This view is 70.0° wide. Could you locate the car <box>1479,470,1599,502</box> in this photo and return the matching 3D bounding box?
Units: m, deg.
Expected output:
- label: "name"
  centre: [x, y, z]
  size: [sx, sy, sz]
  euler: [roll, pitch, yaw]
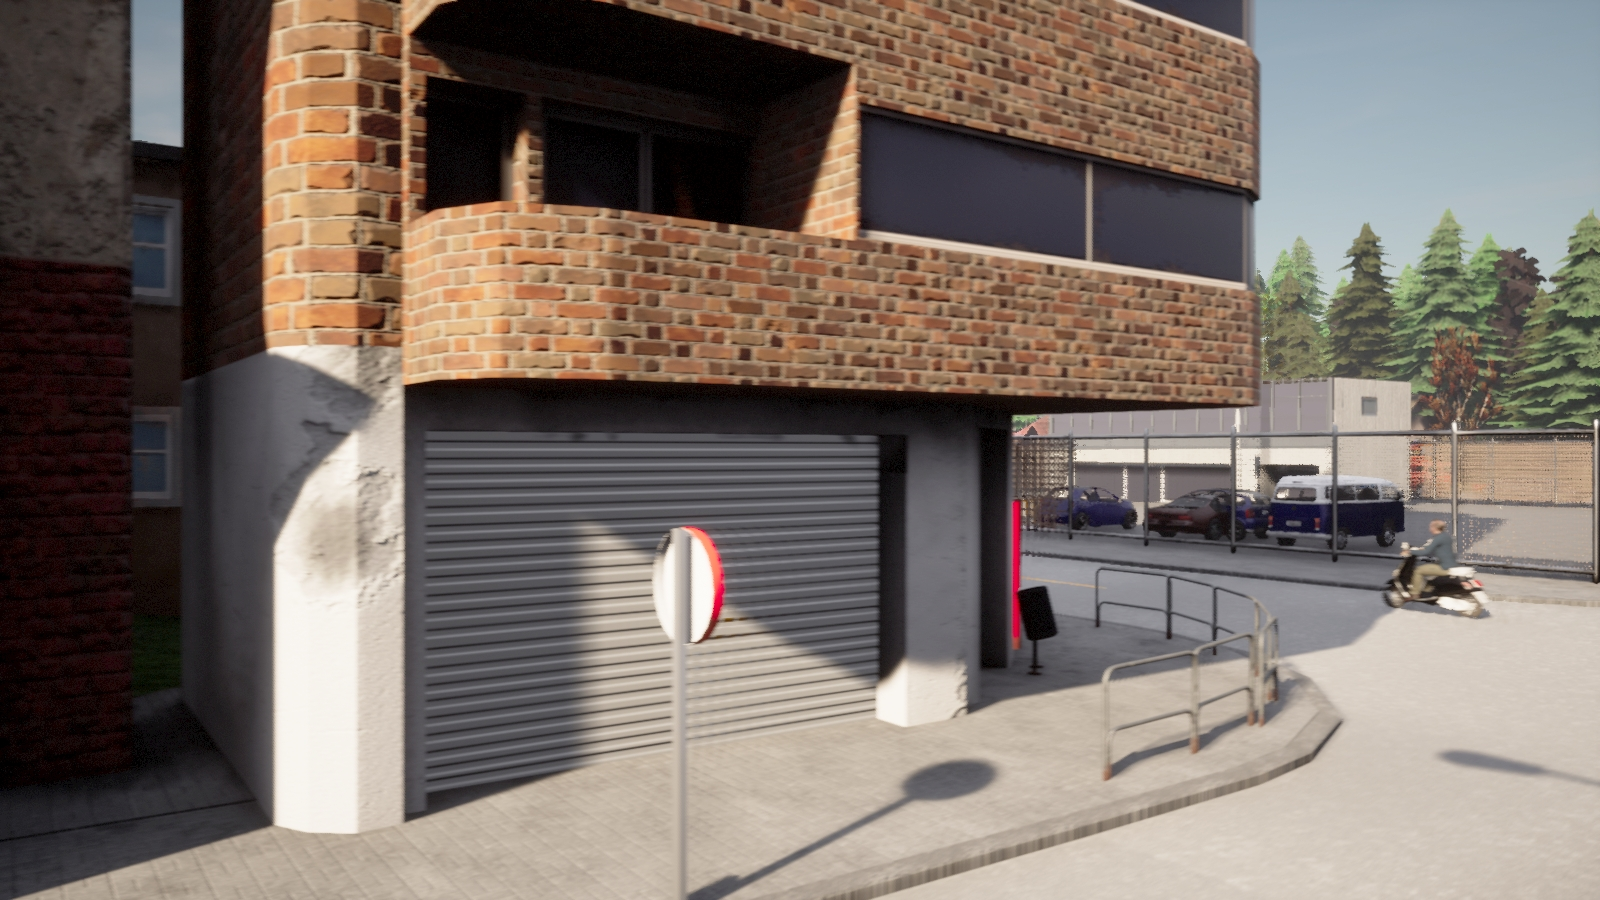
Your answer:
- label: "car"
  centre: [38.464, 1.846, 59.548]
  size: [2.163, 1.488, 4.792]
  euler: [0, 0, -35]
